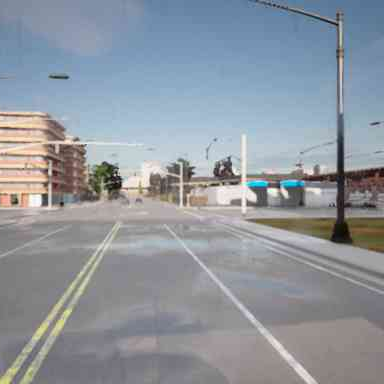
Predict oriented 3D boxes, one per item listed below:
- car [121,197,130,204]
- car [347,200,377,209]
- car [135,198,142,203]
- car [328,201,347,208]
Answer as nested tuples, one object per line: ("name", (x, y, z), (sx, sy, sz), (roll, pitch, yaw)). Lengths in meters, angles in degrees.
("car", (-18.061, 2.262, 90.544), (2.097, 1.767, 4.553), (0, -1, -9))
("car", (27.960, 2.051, 53.925), (4.674, 1.442, 1.812), (0, 0, -27))
("car", (-14.953, 2.271, 93.220), (1.812, 1.442, 4.674), (0, -1, -9))
("car", (25.486, 2.152, 56.495), (4.718, 1.301, 1.895), (0, -1, -26))
